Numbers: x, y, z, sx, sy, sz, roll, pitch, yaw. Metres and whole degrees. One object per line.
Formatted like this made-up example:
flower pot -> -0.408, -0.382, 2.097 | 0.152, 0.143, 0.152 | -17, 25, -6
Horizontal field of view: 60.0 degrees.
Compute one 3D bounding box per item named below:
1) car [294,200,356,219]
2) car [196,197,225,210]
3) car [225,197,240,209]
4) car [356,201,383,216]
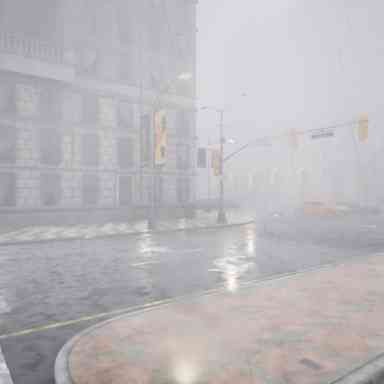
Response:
car -> 11.460, 1.477, 29.604 | 1.882, 1.535, 5.008 | 0, 0, -36
car -> 1.862, 1.564, 42.914 | 1.994, 1.385, 4.181 | 0, 0, -36
car -> 4.429, 1.504, 45.340 | 1.837, 1.490, 4.892 | 0, 0, -36
car -> 15.324, 1.547, 32.257 | 5.357, 1.411, 2.033 | 0, 0, 42
